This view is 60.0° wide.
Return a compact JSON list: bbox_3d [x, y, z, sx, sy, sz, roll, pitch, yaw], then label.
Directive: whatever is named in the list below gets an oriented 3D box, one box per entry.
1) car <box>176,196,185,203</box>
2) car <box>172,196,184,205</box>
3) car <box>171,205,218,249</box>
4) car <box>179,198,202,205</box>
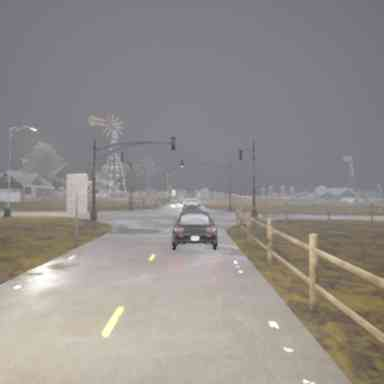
[{"bbox_3d":[-2.694,1.727,77.481,1.837,1.490,4.892,0,0,0],"label":"car"},{"bbox_3d":[-2.735,1.741,62.439,1.895,1.301,4.718,0,0,1],"label":"car"},{"bbox_3d":[0.102,1.529,14.455,1.812,1.442,4.674,0,0,0],"label":"car"},{"bbox_3d":[0.001,1.547,31.944,1.812,1.442,4.674,0,0,0],"label":"car"}]
